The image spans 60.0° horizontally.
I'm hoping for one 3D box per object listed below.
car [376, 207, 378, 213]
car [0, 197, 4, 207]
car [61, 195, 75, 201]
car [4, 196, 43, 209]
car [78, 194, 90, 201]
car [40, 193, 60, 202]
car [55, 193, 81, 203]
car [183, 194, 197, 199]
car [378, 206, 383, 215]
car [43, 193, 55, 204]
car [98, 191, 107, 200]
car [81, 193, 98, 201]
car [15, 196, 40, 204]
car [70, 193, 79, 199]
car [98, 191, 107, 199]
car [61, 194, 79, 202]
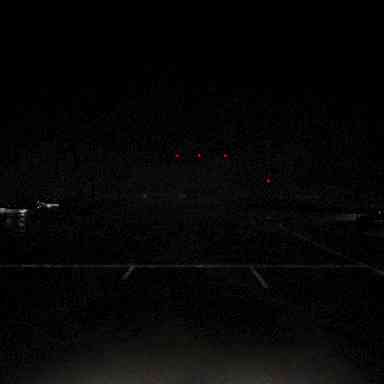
[{"bbox_3d":[19.457,1.440,29.502,5.357,1.411,2.033,0,0,7],"label":"car"},{"bbox_3d":[-24.619,1.372,44.714,2.033,1.411,5.357,0,0,0],"label":"car"},{"bbox_3d":[-28.468,1.279,76.481,1.895,1.301,4.718,0,0,-7],"label":"car"},{"bbox_3d":[-21.122,1.342,41.984,1.837,1.490,4.892,0,0,0],"label":"car"},{"bbox_3d":[-25.089,1.179,77.575,1.837,1.490,4.892,0,0,-7],"label":"car"},{"bbox_3d":[-28.040,1.086,65.894,2.097,1.767,4.553,0,0,0],"label":"car"},{"bbox_3d":[-21.108,1.372,56.801,1.895,1.301,4.718,0,0,0],"label":"car"},{"bbox_3d":[-0.168,1.199,94.674,1.895,1.301,4.718,0,0,-18],"label":"car"},{"bbox_3d":[17.649,1.260,26.079,4.553,1.767,2.097,0,0,6],"label":"car"},{"bbox_3d":[-24.601,1.247,57.312,1.882,1.535,5.008,0,0,0],"label":"car"},{"bbox_3d":[-21.474,1.182,76.935,1.837,1.490,4.892,0,0,-7],"label":"car"},{"bbox_3d":[-21.043,1.084,66.399,2.097,1.767,4.553,0,0,0],"label":"car"},{"bbox_3d":[-28.092,1.371,56.987,1.895,1.301,4.718,0,0,1],"label":"car"},{"bbox_3d":[-31.476,0.999,89.201,2.033,1.411,5.357,0,0,-18],"label":"car"},{"bbox_3d":[-24.220,0.850,89.667,2.150,2.045,5.566,0,0,-18],"label":"car"},{"bbox_3d":[-24.540,1.250,67.026,1.812,1.442,4.674,0,0,0],"label":"car"}]
